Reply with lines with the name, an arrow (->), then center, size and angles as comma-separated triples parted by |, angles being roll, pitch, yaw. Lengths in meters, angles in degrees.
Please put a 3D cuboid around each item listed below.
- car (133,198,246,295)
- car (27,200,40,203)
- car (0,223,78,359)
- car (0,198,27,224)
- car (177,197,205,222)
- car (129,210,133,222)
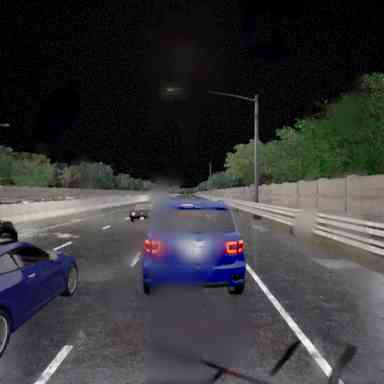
car -> 0.022, 1.222, 8.873 | 2.150, 2.045, 5.566 | 0, 0, -1
car -> -17.922, 1.580, 36.612 | 2.033, 1.411, 5.357 | 0, 0, 0
car -> -3.460, 1.525, 5.638 | 1.812, 1.442, 4.674 | 0, 0, -1
car -> -6.978, 1.222, 8.962 | 2.150, 2.045, 5.566 | 0, 0, -1
car -> -0.139, 1.368, 27.490 | 2.097, 1.767, 4.553 | 0, 0, -1
car -> -3.632, 1.614, 26.187 | 1.895, 1.301, 4.718 | 0, 0, -1
